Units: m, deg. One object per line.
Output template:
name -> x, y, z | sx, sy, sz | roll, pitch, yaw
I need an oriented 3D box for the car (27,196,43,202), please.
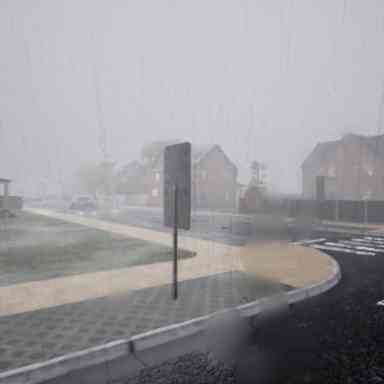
car -> -34.449, 1.481, 73.502 | 1.994, 1.385, 4.181 | 0, -1, -36

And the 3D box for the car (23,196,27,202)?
car -> -40.341, 1.613, 81.634 | 2.033, 1.411, 5.357 | 0, -1, -36

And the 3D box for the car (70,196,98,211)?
car -> -12.534, 1.248, 38.419 | 2.097, 1.767, 4.553 | 0, 0, -36
